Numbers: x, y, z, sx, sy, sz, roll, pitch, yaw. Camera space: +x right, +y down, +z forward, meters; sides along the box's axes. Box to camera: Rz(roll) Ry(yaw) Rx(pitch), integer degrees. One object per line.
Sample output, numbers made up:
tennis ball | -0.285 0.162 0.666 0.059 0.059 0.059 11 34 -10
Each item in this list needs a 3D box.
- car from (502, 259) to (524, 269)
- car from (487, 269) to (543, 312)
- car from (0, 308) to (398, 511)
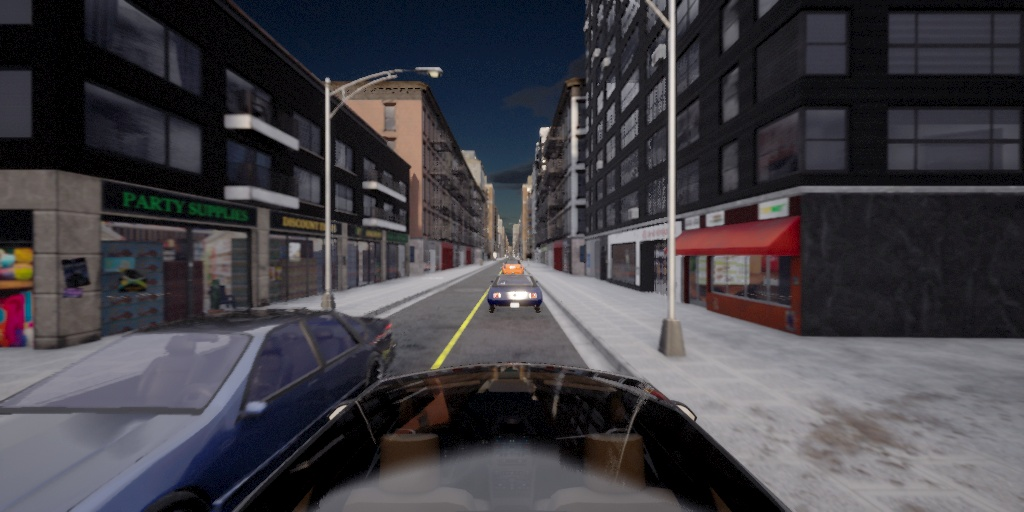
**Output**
car | 0.096 1.110 36.232 2.097 1.767 4.553 0 0 0
car | 0.098 1.354 14.196 1.895 1.301 4.718 0 0 0
car | -2.750 1.298 3.548 2.033 1.411 5.357 0 0 0
